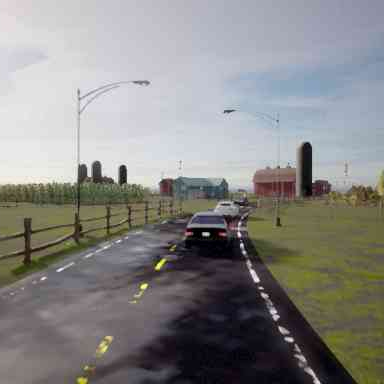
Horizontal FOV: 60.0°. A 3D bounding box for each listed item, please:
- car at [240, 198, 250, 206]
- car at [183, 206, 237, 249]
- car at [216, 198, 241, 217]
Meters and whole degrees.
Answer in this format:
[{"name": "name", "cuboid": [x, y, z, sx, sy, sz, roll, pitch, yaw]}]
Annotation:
[{"name": "car", "cuboid": [8.317, 1.631, 55.735, 2.033, 1.411, 5.357, 0, 0, 22]}, {"name": "car", "cuboid": [0.758, 1.562, 14.448, 2.033, 1.411, 5.357, 0, 0, 6]}, {"name": "car", "cuboid": [3.030, 1.538, 29.126, 1.812, 1.442, 4.674, 0, 0, 12]}]
